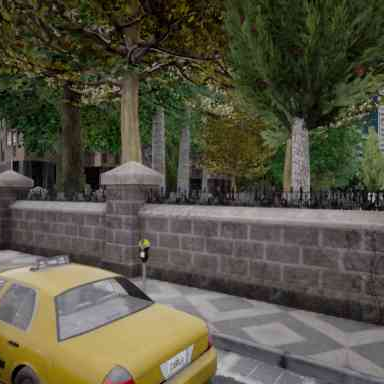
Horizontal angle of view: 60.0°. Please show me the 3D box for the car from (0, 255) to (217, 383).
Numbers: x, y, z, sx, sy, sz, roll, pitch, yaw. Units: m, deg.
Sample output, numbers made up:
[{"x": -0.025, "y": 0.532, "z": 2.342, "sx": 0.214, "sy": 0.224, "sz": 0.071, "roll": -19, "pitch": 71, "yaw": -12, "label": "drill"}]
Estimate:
[{"x": -2.014, "y": 1.525, "z": 4.395, "sx": 4.829, "sy": 1.417, "sz": 1.752, "roll": 0, "pitch": 0, "yaw": 35, "label": "car"}]
